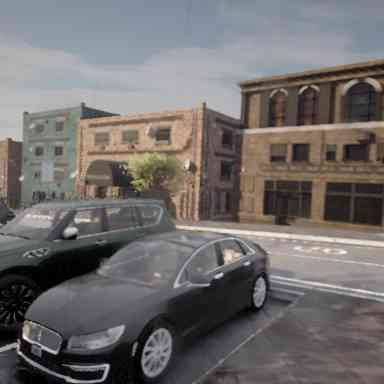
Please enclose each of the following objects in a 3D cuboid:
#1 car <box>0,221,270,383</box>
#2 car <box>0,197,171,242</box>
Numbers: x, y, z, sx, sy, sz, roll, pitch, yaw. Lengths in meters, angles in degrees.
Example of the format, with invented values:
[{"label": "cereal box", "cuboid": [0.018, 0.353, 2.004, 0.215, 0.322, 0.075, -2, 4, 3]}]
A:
[{"label": "car", "cuboid": [-0.276, 1.457, 5.599, 2.231, 1.521, 4.892, 0, 0, 35]}, {"label": "car", "cuboid": [-2.577, 1.190, 7.194, 2.435, 2.045, 5.566, 0, 0, 35]}]
